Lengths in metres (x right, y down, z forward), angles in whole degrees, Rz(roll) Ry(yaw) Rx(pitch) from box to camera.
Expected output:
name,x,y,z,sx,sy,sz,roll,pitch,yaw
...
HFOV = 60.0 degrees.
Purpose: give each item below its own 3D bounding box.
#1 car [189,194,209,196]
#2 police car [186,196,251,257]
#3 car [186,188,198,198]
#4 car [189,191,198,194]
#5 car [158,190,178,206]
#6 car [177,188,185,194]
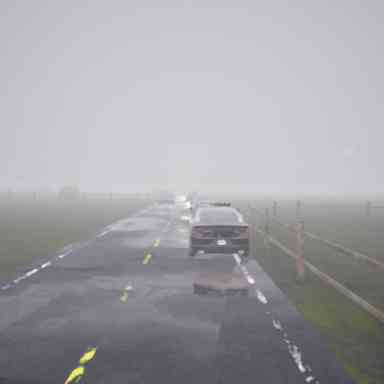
name,x,y,z,sx,sy,sz,roll,pitch,yaw
car,0.859,1.072,21.876,1.812,1.442,4.674,0,1,0
police car,0.843,1.175,11.985,1.930,1.638,5.238,0,1,0
car,0.086,0.586,46.415,2.033,1.411,5.357,0,1,1
car,0.869,0.948,27.874,1.812,1.442,4.674,0,1,0
car,-2.783,0.761,37.989,2.033,1.411,5.357,0,1,0
car,-2.618,-0.298,79.660,1.895,1.301,4.718,0,1,0
